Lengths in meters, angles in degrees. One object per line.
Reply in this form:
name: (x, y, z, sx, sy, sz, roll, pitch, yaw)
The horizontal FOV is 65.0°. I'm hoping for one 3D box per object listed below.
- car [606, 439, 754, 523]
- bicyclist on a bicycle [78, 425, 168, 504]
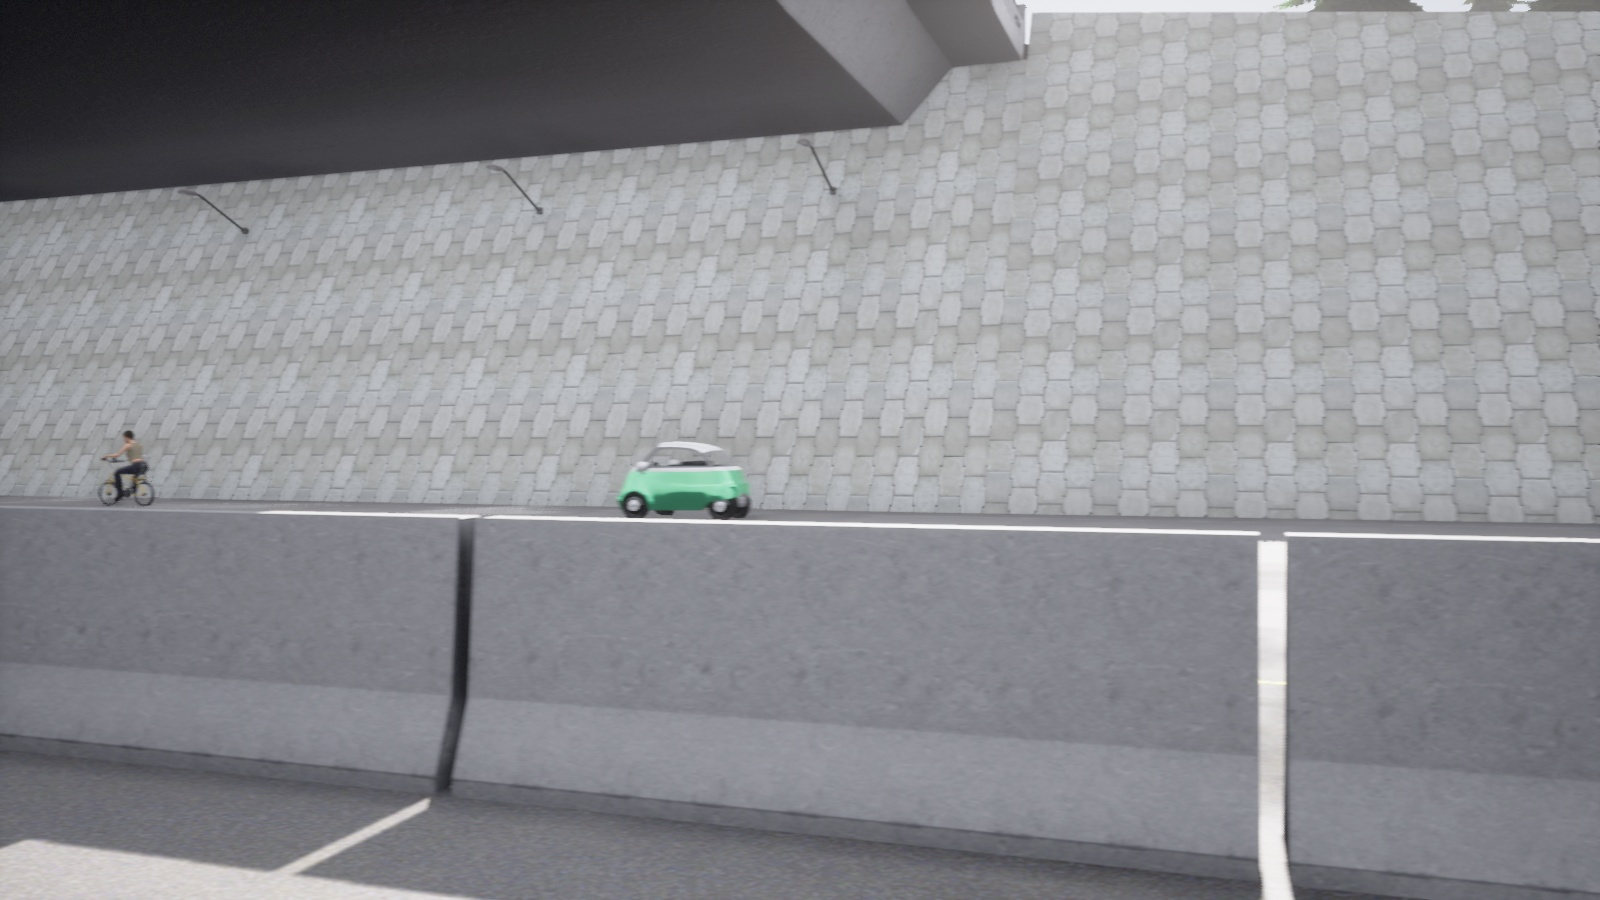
car: (-2.115, 0.515, 22.368, 2.207, 1.376, 1.481, 1, 1, 19)
bicyclist on a bicycle: (-14.255, 0.286, 26.444, 1.509, 1.612, 0.866, 1, 1, 19)
